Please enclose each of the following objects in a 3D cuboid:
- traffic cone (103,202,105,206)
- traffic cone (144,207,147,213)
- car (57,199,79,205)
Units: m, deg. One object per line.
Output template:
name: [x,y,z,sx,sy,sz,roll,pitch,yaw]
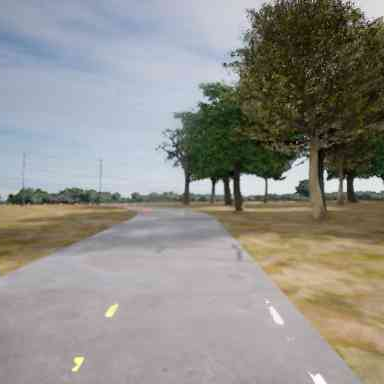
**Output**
traffic cone: [-14.968,1.998,56.355,0.340,0.580,0.340,2,-2,-40]
traffic cone: [-4.950,1.923,35.262,0.340,0.580,0.340,0,0,-10]
car: [-25.291,1.994,67.856,4.718,1.301,1.895,-1,-3,30]
